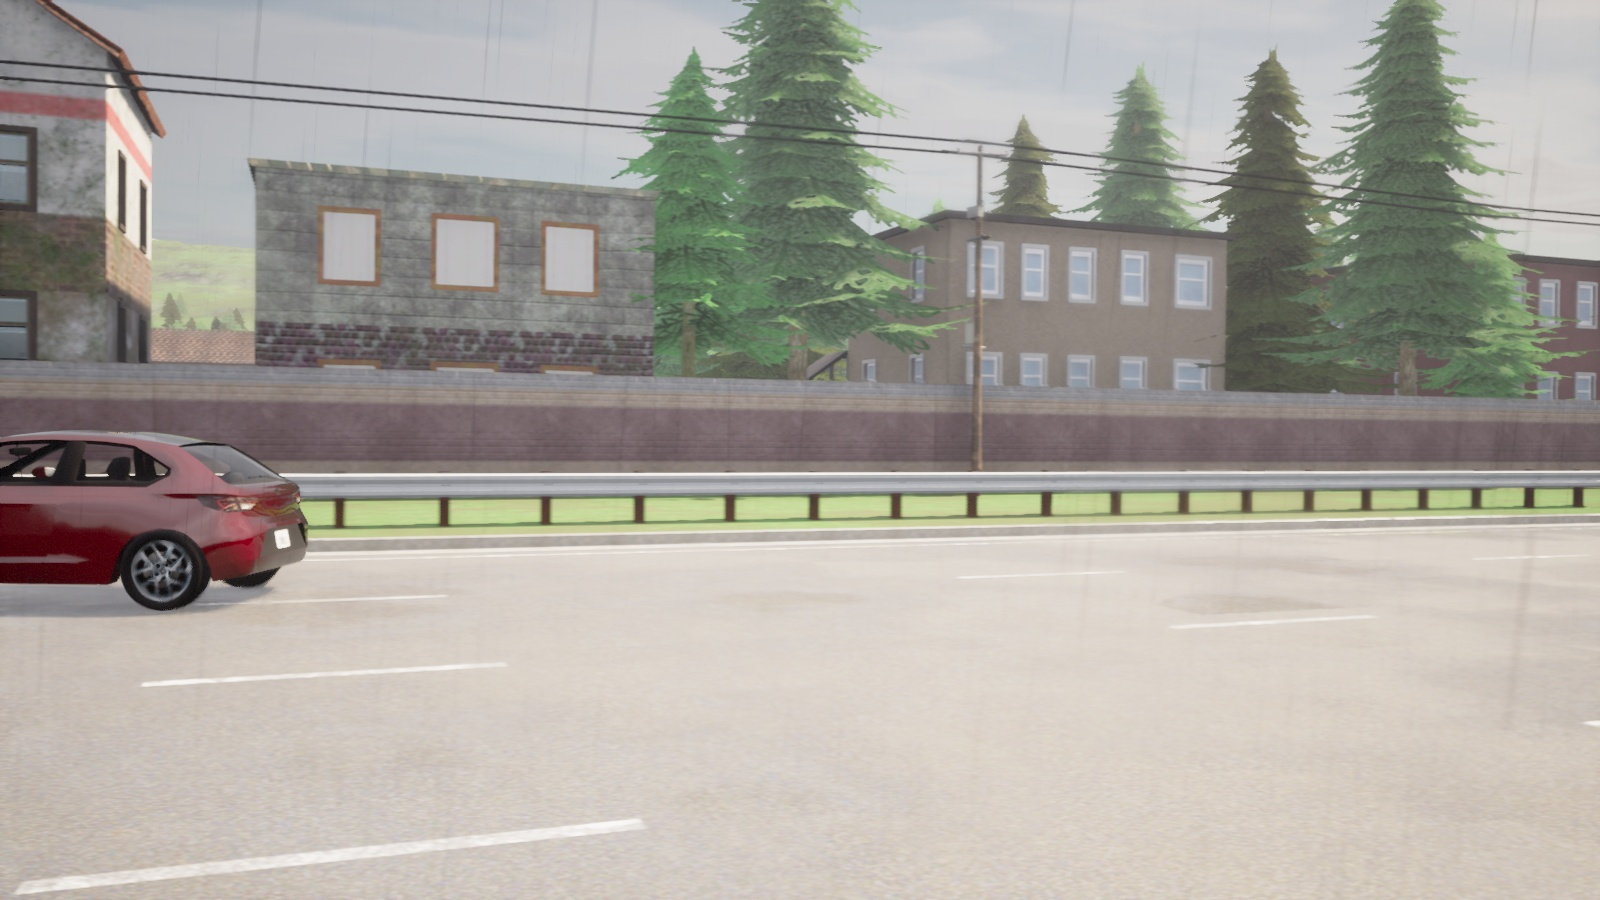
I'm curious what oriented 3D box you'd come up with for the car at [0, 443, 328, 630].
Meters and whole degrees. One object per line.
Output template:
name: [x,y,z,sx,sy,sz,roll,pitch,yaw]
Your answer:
car: [-6.602,0.703,11.053,4.193,1.474,1.816,-1,1,0]
